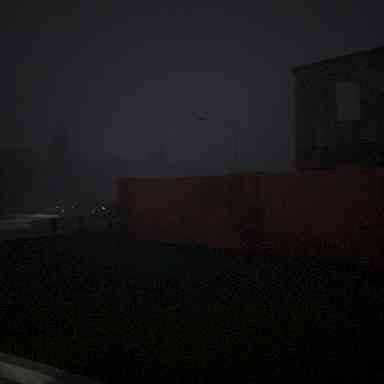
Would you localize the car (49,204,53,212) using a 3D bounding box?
[{"bbox_3d":[-11.126,1.214,31.692,1.837,1.490,4.892,0,1,38],"label":"car"}]

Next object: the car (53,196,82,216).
[{"bbox_3d":[-8.948,1.202,28.784,2.128,1.511,4.902,0,1,38],"label":"car"}]

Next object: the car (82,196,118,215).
[{"bbox_3d":[-5.948,1.165,26.944,2.128,1.511,4.902,0,2,38],"label":"car"}]
